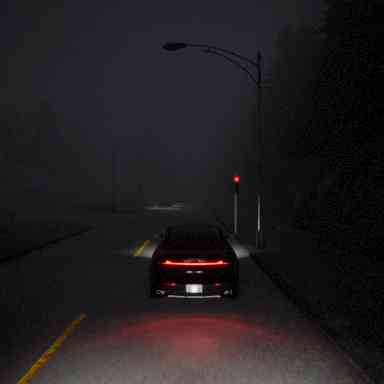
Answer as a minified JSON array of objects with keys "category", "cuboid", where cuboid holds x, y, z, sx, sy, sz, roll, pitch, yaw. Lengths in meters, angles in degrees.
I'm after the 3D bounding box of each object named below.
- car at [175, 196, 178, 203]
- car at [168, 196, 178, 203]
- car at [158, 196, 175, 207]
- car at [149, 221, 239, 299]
[{"category":"car","cuboid":[-4.057,1.477,60.531,1.882,1.535,5.008,0,0,0]},{"category":"car","cuboid":[-3.983,1.522,70.733,1.812,1.442,4.674,0,0,0]},{"category":"car","cuboid":[-4.082,1.477,51.186,1.882,1.535,5.008,0,0,0]},{"category":"car","cuboid":[0.061,1.505,8.459,1.837,1.490,4.892,0,0,0]}]
